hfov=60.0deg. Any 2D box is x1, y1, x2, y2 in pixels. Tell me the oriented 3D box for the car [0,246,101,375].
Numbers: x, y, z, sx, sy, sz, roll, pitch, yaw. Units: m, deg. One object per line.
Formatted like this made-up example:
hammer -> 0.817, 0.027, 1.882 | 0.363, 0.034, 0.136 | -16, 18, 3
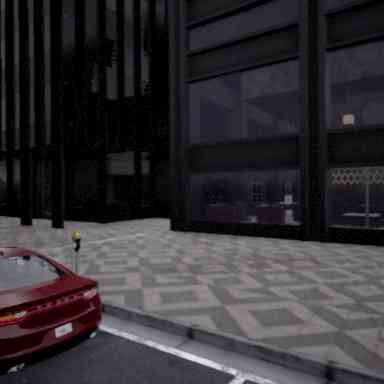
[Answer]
car -> -3.404, 1.561, 5.324 | 4.507, 1.381, 1.887 | 0, 0, 35
